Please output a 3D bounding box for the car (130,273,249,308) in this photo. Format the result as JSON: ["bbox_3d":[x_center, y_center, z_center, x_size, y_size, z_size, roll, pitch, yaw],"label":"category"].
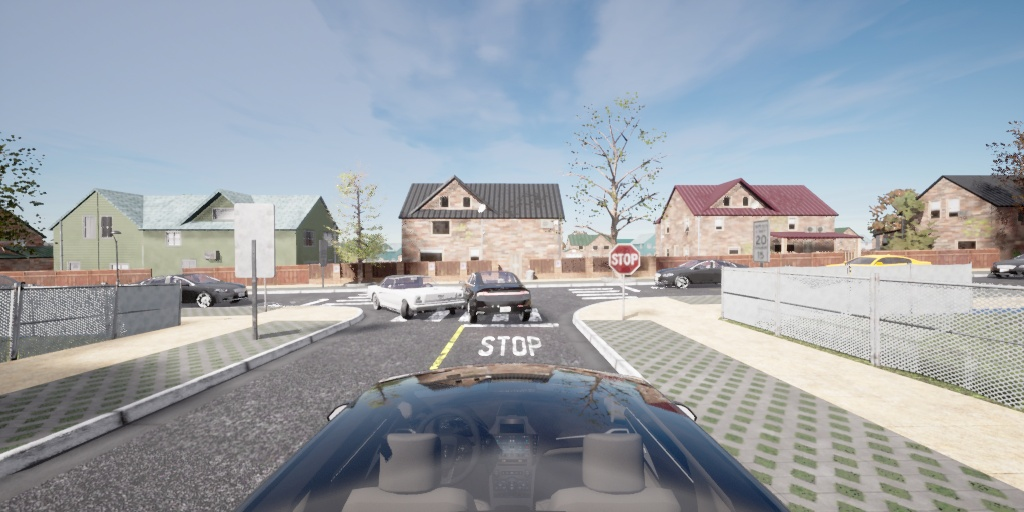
[{"bbox_3d":[-14.902,1.566,16.491,4.902,1.511,2.128,-1,1,0],"label":"car"}]

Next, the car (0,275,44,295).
[{"bbox_3d":[-24.239,1.647,16.450,4.553,1.767,2.097,-1,1,0],"label":"car"}]

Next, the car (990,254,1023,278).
[{"bbox_3d":[29.385,0.478,19.619,4.902,1.511,2.128,-1,1,0],"label":"car"}]

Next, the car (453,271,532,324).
[{"bbox_3d":[-0.685,1.242,12.137,2.128,1.511,4.902,0,0,-12],"label":"car"}]

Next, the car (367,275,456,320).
[{"bbox_3d":[-3.602,1.367,12.996,1.895,1.301,4.718,0,0,-38],"label":"car"}]

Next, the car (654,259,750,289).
[{"bbox_3d":[10.330,0.925,19.545,4.902,1.511,2.128,-1,1,0],"label":"car"}]

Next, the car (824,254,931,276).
[{"bbox_3d":[19.761,0.690,19.582,5.008,1.535,1.882,-1,1,-1],"label":"car"}]
